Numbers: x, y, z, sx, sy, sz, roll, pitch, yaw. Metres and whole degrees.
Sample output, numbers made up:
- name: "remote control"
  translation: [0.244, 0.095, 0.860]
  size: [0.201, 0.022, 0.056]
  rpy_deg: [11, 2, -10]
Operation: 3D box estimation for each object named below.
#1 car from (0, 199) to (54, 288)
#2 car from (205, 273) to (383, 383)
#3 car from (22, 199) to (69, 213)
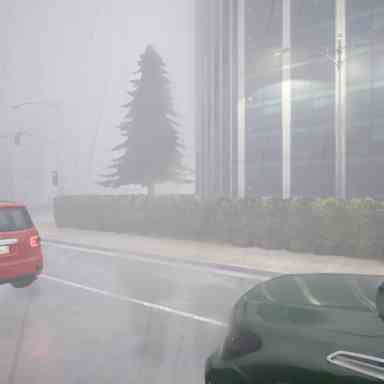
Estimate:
- name: "car"
  translation: [-5.812, 1.221, 8.081]
  size: [5.566, 2.045, 2.150]
  rpy_deg: [0, 0, 38]
- name: "car"
  translation: [2.767, 1.221, 2.016]
  size: [5.566, 2.045, 2.150]
  rpy_deg: [0, 0, 36]
- name: "car"
  translation: [-16.589, 1.526, 37.924]
  size: [1.812, 1.442, 4.674]
  rpy_deg: [0, 0, 36]
